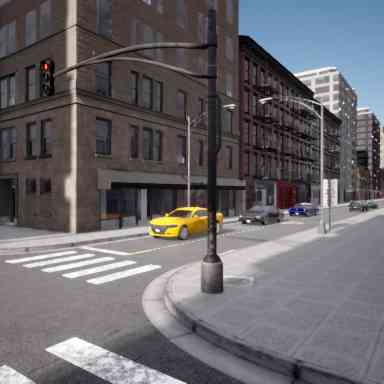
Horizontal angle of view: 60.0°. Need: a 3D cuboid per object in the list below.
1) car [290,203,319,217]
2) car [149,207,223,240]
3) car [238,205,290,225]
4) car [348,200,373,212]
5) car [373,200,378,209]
[{"bbox_3d":[11.548,1.814,34.304,1.895,1.301,4.718,0,0,36],"label":"car"},{"bbox_3d":[-0.184,1.574,17.847,1.882,1.535,5.008,0,0,35],"label":"car"},{"bbox_3d":[5.564,1.702,25.922,2.033,1.411,5.357,0,0,35],"label":"car"},{"bbox_3d":[22.035,1.781,43.957,2.128,1.511,4.902,0,0,36],"label":"car"},{"bbox_3d":[27.789,1.903,52.034,1.994,1.385,4.181,0,0,35],"label":"car"}]
